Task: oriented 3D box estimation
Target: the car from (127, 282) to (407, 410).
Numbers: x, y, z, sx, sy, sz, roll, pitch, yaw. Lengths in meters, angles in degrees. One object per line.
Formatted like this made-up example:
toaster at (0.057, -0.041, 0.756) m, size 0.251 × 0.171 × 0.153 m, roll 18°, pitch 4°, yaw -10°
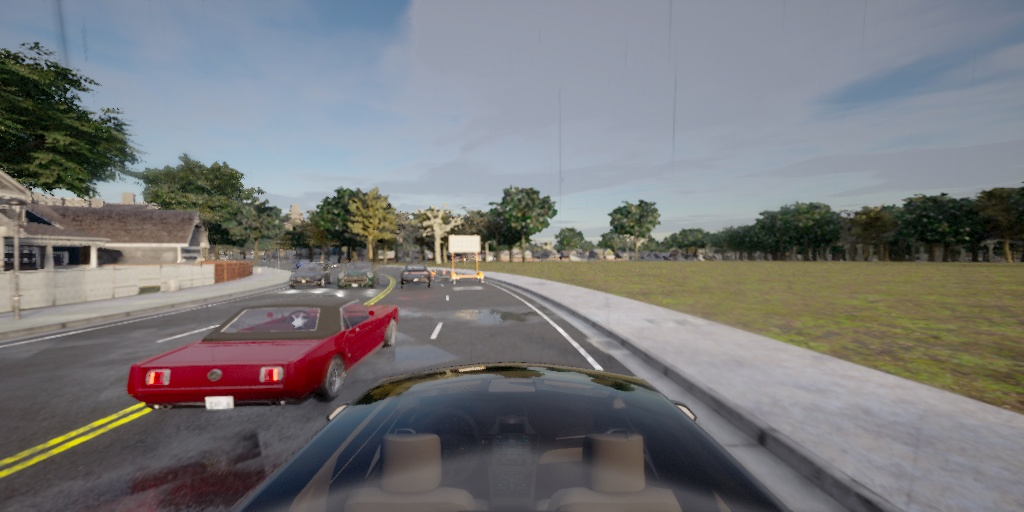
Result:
car at (-3.415, 1.363, 6.252) m, size 1.895 × 1.301 × 4.718 m, roll 0°, pitch 0°, yaw -3°

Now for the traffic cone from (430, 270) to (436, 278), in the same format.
traffic cone at (-7.192, 1.674, 32.654) m, size 0.340 × 0.580 × 0.340 m, roll 0°, pitch 0°, yaw -20°

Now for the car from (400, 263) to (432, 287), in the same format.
car at (-6.368, 1.229, 23.757) m, size 2.128 × 1.511 × 4.902 m, roll -1°, pitch 0°, yaw -15°

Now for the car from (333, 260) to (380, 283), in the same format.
car at (-9.740, 1.126, 23.018) m, size 2.097 × 1.767 × 4.553 m, roll -1°, pitch 0°, yaw -16°

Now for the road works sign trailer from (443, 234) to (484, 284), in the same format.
road works sign trailer at (-3.513, 0.164, 26.547) m, size 2.380 × 3.560 × 2.880 m, roll 0°, pitch 0°, yaw -20°

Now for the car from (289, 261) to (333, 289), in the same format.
car at (-13.427, 1.315, 24.165) m, size 1.837 × 1.490 × 4.892 m, roll 0°, pitch 0°, yaw -18°
